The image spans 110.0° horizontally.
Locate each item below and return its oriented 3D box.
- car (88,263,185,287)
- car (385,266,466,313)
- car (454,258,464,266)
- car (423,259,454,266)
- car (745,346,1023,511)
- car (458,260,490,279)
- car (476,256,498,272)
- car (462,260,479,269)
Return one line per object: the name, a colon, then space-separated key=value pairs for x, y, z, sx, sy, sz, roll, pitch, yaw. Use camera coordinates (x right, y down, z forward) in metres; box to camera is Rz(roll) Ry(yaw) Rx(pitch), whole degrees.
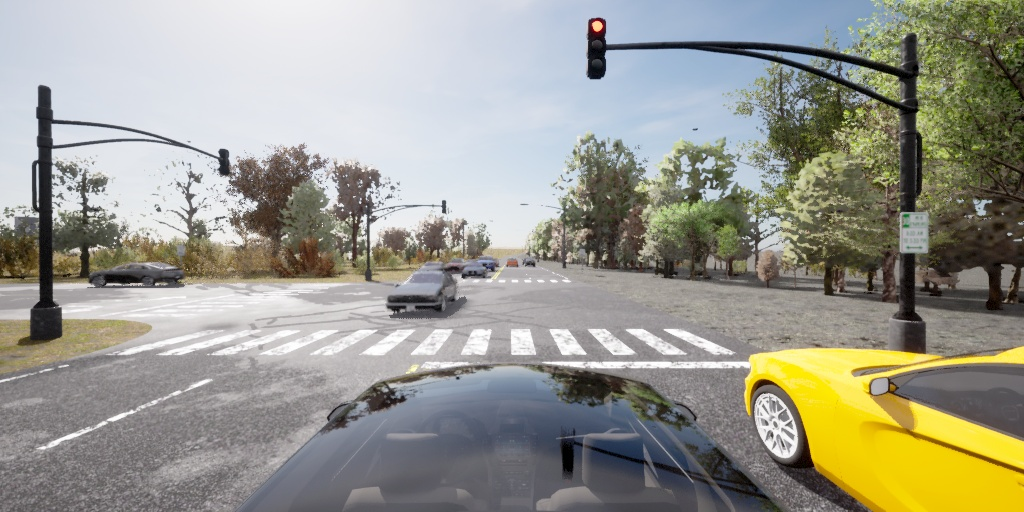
car: x=-24.127 y=1.184 z=23.132 sx=4.902 sy=1.511 sz=2.128 roll=0 pitch=0 yaw=-4
car: x=-3.351 y=1.312 z=14.501 sx=2.033 sy=1.411 sz=5.357 roll=0 pitch=0 yaw=0
car: x=-6.600 y=1.102 z=42.859 sx=2.097 sy=1.767 sz=4.553 roll=0 pitch=0 yaw=0
car: x=-6.604 y=1.233 z=30.207 sx=2.128 sy=1.511 sz=4.902 roll=0 pitch=0 yaw=0
car: x=3.363 y=1.195 z=1.727 sx=1.882 sy=1.535 sz=5.008 roll=0 pitch=1 yaw=0
car: x=-3.351 y=1.313 z=32.495 sx=1.994 sy=1.385 sz=4.181 roll=0 pitch=0 yaw=0
car: x=-3.354 y=0.972 z=46.162 sx=2.150 sy=2.045 sz=5.566 roll=0 pitch=0 yaw=0
car: x=-6.588 y=1.299 z=57.370 sx=2.033 sy=1.411 sz=5.357 roll=0 pitch=0 yaw=0
